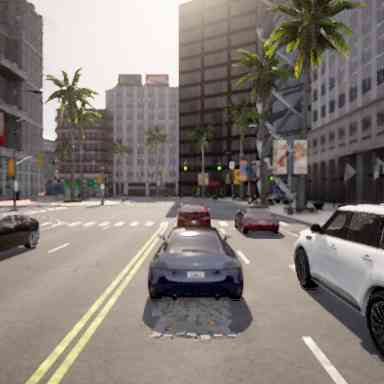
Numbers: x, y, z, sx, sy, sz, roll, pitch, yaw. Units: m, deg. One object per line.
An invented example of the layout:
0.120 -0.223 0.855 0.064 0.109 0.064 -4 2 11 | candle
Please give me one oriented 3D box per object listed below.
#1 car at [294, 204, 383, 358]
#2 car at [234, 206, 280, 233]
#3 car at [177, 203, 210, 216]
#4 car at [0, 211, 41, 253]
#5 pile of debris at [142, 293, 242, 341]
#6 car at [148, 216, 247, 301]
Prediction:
3.597 1.205 5.937 2.150 2.045 5.566 0 1 0 | car
3.588 1.504 19.016 1.994 1.385 4.181 0 0 0 | car
0.094 1.414 20.060 1.882 1.535 5.008 0 0 0 | car
-7.050 1.454 11.521 2.128 1.511 4.902 0 0 1 | car
-0.003 2.156 5.897 1.500 0.140 1.860 0 0 0 | pile of debris
0.074 1.538 8.334 1.994 1.385 4.181 0 0 0 | car
